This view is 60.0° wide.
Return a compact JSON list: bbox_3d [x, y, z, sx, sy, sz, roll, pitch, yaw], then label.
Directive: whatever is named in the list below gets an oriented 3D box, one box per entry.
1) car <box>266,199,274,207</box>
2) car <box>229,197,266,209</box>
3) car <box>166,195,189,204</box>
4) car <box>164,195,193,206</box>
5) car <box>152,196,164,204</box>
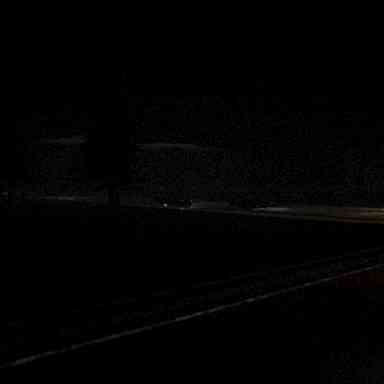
[{"bbox_3d":[9.558,1.419,47.822,2.128,1.511,4.902,0,0,-36],"label":"car"},{"bbox_3d":[7.277,1.535,45.002,1.895,1.301,4.718,0,0,-36],"label":"car"},{"bbox_3d":[-2.887,1.421,65.134,2.128,1.511,4.902,0,0,-36],"label":"car"},{"bbox_3d":[-1.865,1.294,51.637,2.097,1.767,4.553,0,0,-36],"label":"car"},{"bbox_3d":[-5.724,1.428,63.085,2.128,1.511,4.902,0,0,-36],"label":"car"}]
